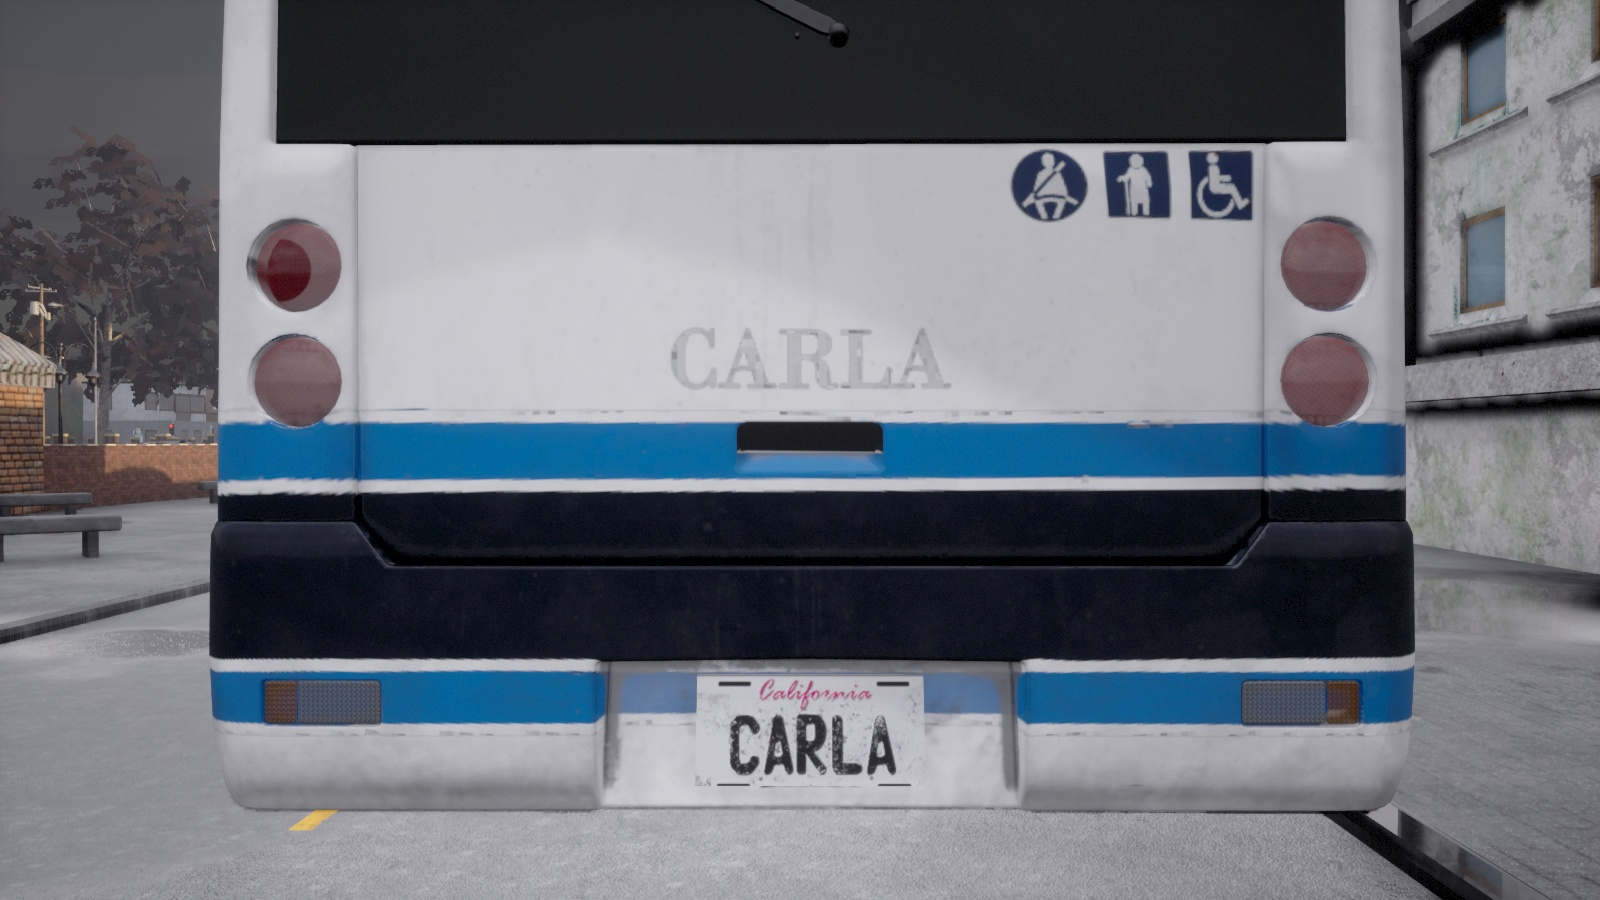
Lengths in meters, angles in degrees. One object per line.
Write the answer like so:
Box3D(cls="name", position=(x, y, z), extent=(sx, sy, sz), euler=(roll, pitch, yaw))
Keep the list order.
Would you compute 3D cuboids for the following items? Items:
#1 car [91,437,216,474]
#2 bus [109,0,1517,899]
Box3D(cls="car", position=(-29.674, 0.241, 57.755), extent=(4.611, 1.667, 2.242), euler=(0, 0, -2))
Box3D(cls="bus", position=(0.062, -0.679, 8.658), extent=(3.944, 4.253, 10.273), euler=(0, 0, 0))
